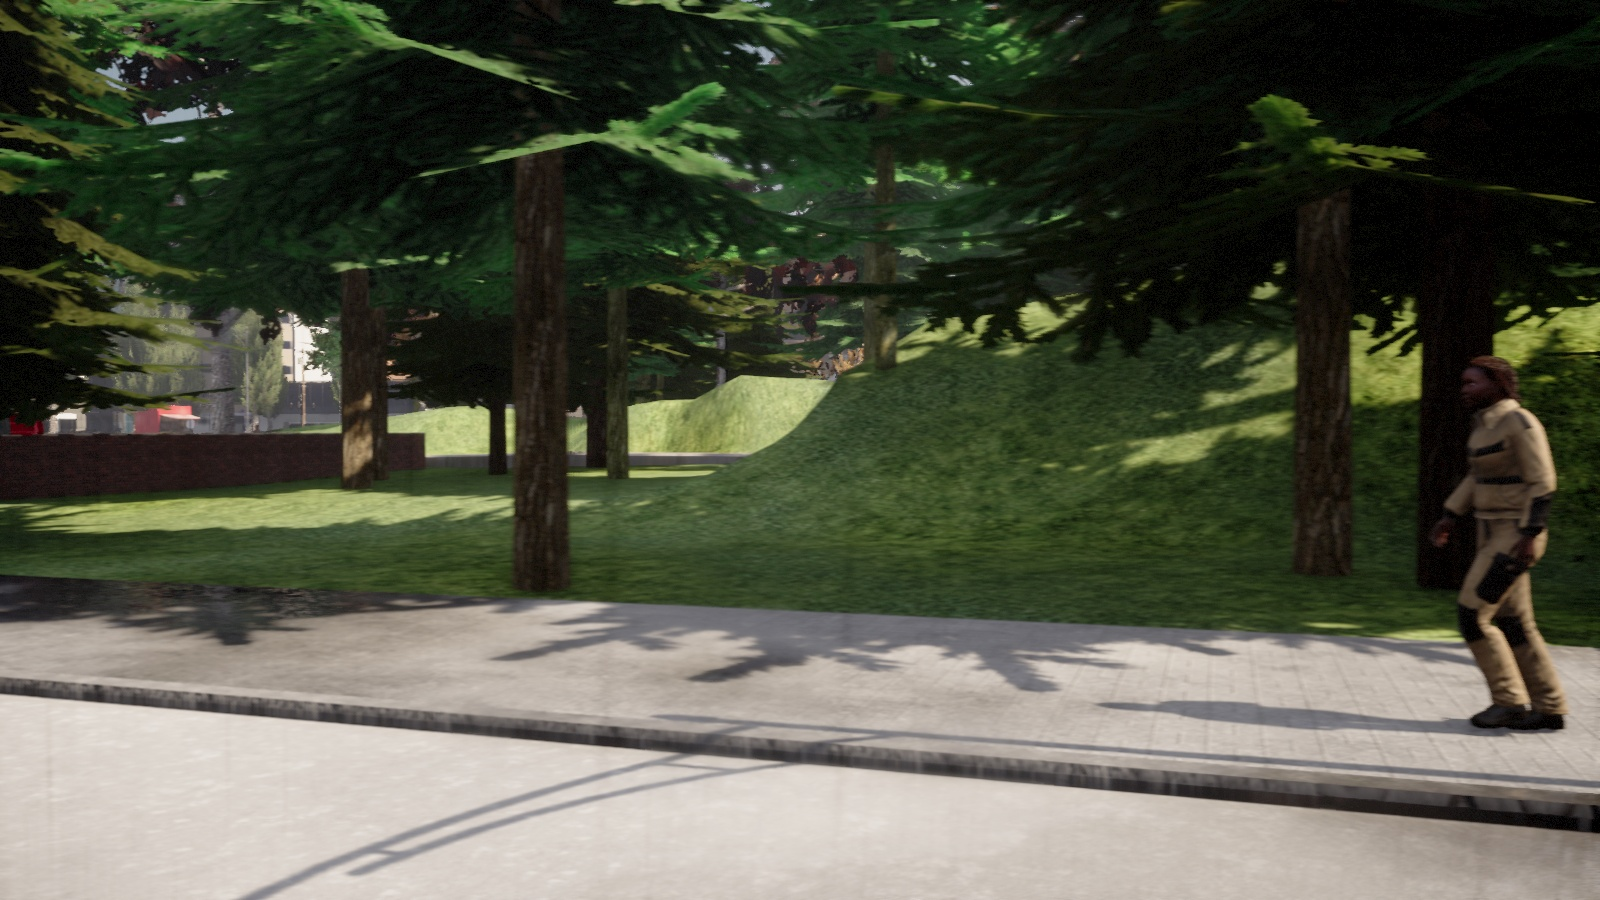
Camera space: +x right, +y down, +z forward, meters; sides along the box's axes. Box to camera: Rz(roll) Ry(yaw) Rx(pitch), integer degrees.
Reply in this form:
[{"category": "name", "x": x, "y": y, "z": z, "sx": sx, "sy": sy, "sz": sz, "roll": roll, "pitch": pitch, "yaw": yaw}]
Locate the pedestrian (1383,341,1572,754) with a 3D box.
[{"category": "pedestrian", "x": 3.271, "y": 0.451, "z": 6.098, "sx": 0.692, "sy": 1.930, "sz": 0.396, "roll": 0, "pitch": 1, "yaw": 8}]
